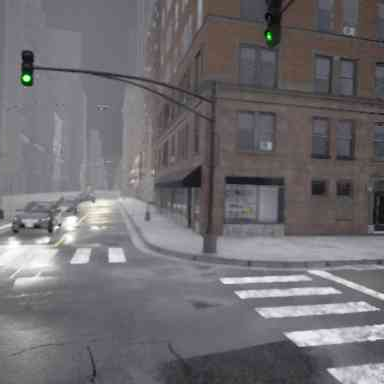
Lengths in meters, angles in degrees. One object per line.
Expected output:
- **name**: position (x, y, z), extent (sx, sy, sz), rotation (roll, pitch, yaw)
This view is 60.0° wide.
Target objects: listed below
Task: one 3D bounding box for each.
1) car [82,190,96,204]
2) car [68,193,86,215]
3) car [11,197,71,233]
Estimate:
- **car**: position (-16.004, 0.698, 51.189), extent (2.150, 2.045, 5.566), rotation (2, 0, -13)
- **car**: position (-10.733, 1.150, 28.852), extent (2.128, 1.511, 4.902), rotation (2, 0, -14)
- **car**: position (-8.055, 1.243, 17.714), extent (2.128, 1.511, 4.902), rotation (2, 0, -14)
